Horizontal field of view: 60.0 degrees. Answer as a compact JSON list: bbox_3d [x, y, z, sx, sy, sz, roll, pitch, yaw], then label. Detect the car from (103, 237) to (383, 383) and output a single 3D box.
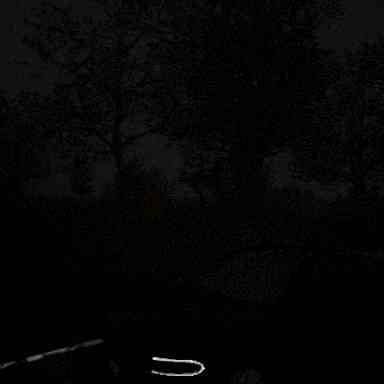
[{"bbox_3d":[1.273,1.482,4.748,5.008,1.535,1.882,0,0,-35],"label":"car"}]
